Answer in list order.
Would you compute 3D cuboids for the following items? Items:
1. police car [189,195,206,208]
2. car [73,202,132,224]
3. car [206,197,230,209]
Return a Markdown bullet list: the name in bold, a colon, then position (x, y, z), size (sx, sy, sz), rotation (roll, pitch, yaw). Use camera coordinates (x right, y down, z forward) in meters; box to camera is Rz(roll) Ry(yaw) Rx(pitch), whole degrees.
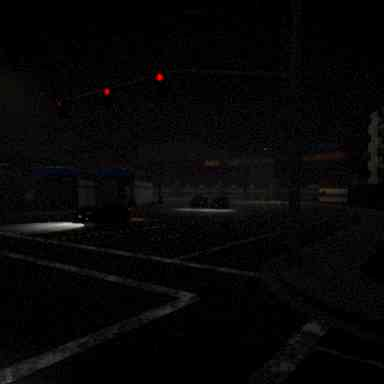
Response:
- **police car**: position (0.977, 1.251, 44.717), size (1.930, 1.638, 5.238), rotation (0, 0, 13)
- **car**: position (-6.344, 1.430, 23.885), size (1.994, 1.385, 4.181), rotation (0, 1, 36)
- **car**: position (3.526, 1.358, 41.678), size (1.837, 1.490, 4.892), rotation (1, 0, 16)
